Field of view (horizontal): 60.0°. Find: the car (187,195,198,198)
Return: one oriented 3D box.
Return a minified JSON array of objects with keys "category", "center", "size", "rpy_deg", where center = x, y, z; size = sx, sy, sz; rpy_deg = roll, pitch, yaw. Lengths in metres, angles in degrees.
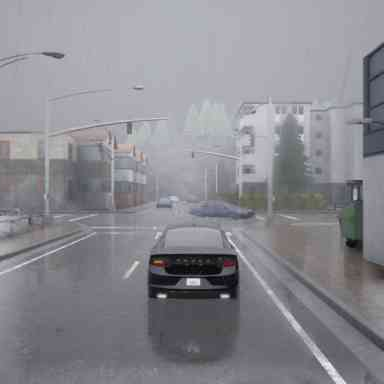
[{"category":"car","center":[0.104,1.352,60.303],"size":[2.097,1.767,4.553],"rpy_deg":[0,0,0]}]

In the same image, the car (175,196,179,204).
[{"category":"car","center":[-3.527,1.525,64.462],"size":[1.812,1.442,4.674],"rpy_deg":[0,0,1]}]

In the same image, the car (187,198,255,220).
[{"category":"car","center":[2.297,1.502,26.879],"size":[5.357,1.411,2.033],"rpy_deg":[1,0,31]}]

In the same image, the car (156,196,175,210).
[{"category":"car","center":[-3.594,1.477,43.700],"size":[1.882,1.535,5.008],"rpy_deg":[0,0,0]}]

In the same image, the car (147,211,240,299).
[{"category":"car","center":[0.050,1.478,8.498],"size":[1.882,1.535,5.008],"rpy_deg":[0,0,1]}]
